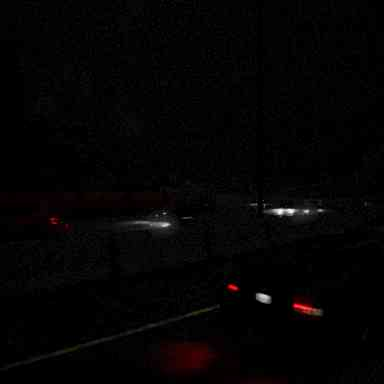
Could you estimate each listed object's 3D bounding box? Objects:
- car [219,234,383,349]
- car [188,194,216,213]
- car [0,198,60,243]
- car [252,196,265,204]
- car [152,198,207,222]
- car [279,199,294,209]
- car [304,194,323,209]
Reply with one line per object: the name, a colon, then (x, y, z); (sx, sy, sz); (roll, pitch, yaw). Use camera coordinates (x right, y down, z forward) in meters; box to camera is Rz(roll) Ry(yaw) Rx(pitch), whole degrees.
car: (2.896, 1.550, 6.353); (5.357, 1.411, 2.033); (0, 0, -41)
car: (0.629, 1.274, 35.786); (2.150, 2.045, 5.566); (0, 0, 31)
car: (-7.576, 1.260, 11.617); (5.566, 2.045, 2.150); (0, 0, -38)
car: (13.068, 1.554, 65.596); (1.837, 1.490, 4.892); (0, 0, 2)
car: (-1.192, 1.550, 27.380); (1.837, 1.490, 4.892); (0, 0, 39)
car: (13.245, 1.636, 46.517); (1.895, 1.301, 4.718); (0, 0, 18)
car: (16.444, 1.246, 45.078); (2.150, 2.045, 5.566); (0, 0, 18)
